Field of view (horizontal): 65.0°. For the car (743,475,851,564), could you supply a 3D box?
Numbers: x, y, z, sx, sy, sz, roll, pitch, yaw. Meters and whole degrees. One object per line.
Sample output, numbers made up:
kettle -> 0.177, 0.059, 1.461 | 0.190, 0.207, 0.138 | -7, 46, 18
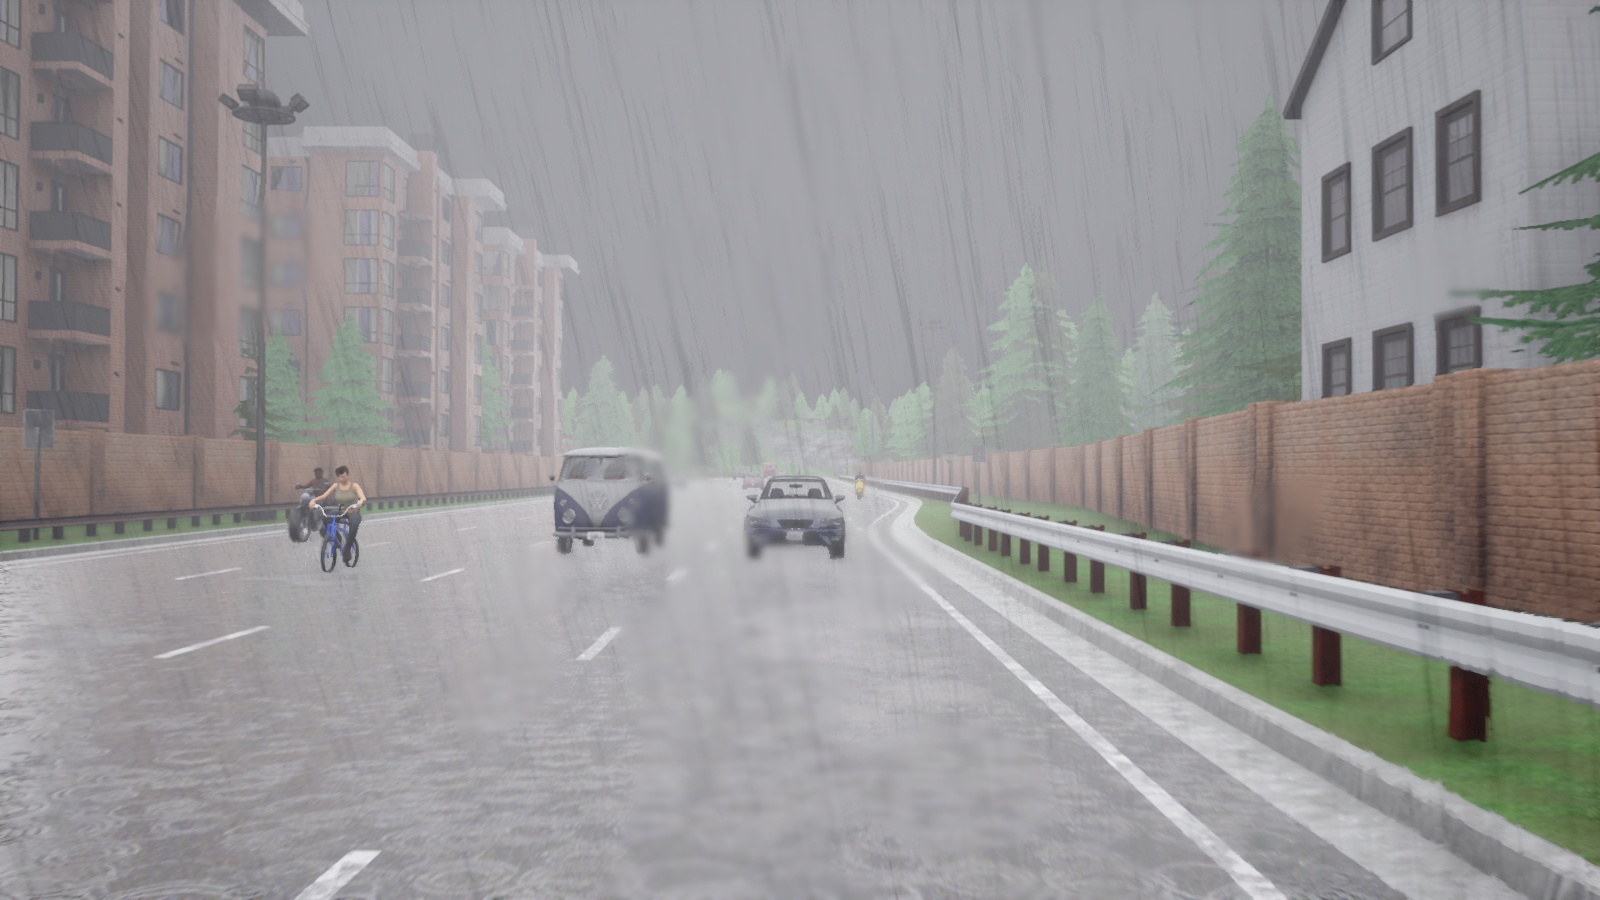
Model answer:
car -> -0.057, 1.219, 23.338 | 1.816, 1.474, 4.193 | 0, -1, 0

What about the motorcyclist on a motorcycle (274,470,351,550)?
motorcyclist on a motorcycle -> -10.566, 1.264, 27.302 | 0.766, 1.649, 2.350 | 0, -1, 0

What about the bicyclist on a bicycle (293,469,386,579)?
bicyclist on a bicycle -> -7.042, 1.102, 19.270 | 0.866, 1.612, 1.509 | 0, -1, 0

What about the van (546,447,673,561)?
van -> -3.560, 0.986, 24.184 | 1.775, 1.987, 4.442 | 0, -1, 0
